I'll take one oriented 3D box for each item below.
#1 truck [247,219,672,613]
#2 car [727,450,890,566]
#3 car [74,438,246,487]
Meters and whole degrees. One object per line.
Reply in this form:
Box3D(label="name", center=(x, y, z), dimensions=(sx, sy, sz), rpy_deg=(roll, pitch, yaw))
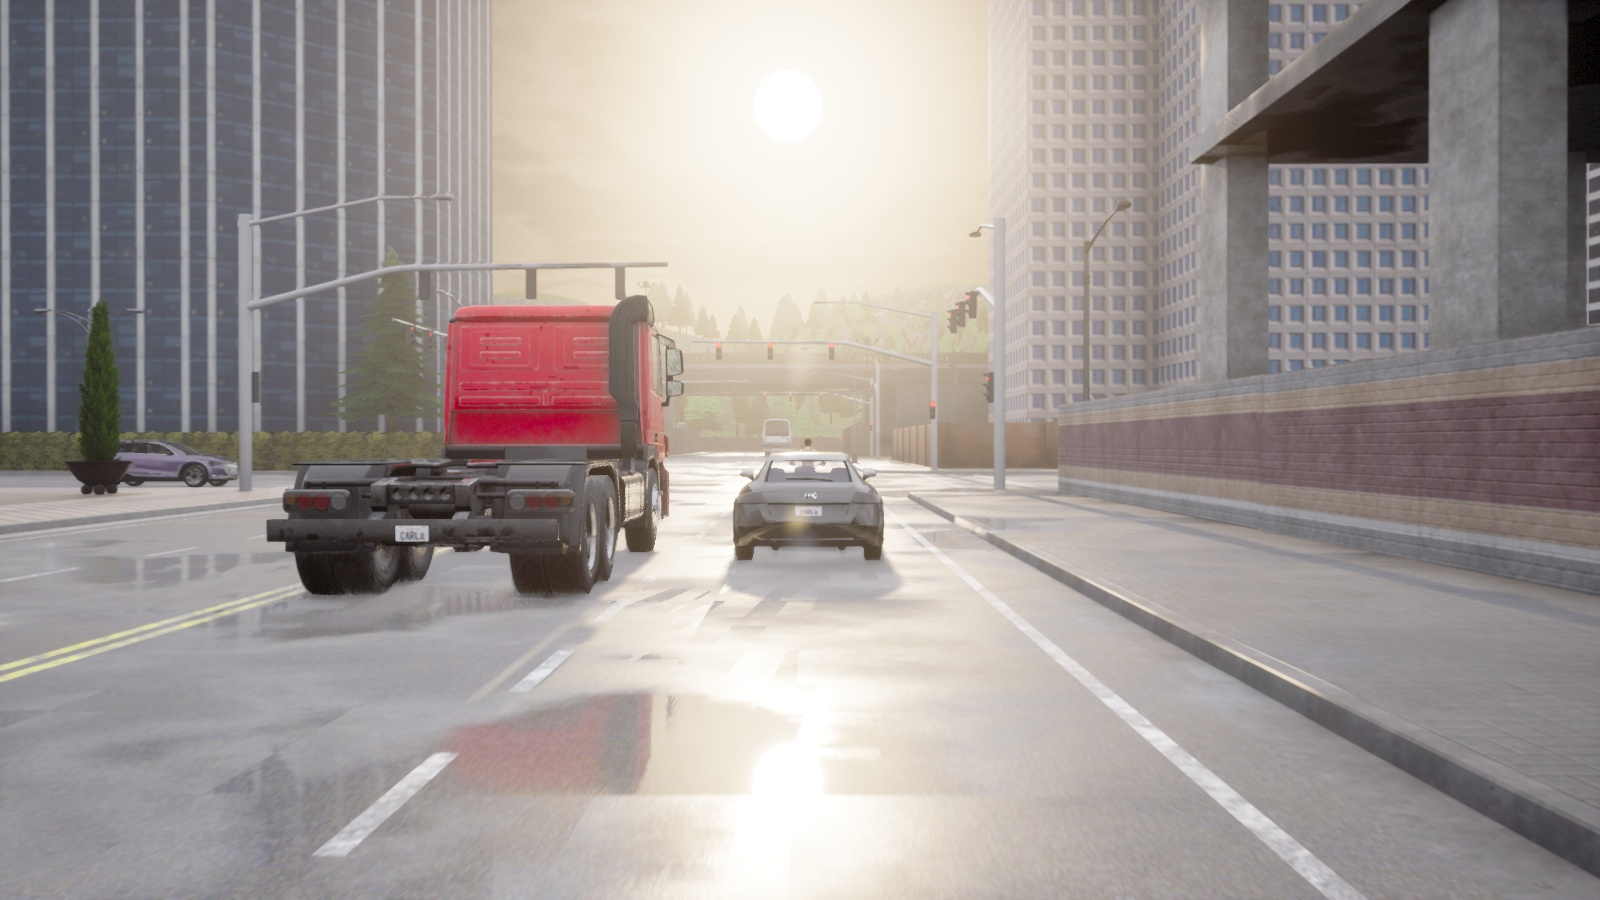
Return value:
Box3D(label="truck", center=(-3.399, -0.322, 15.015), dimensions=(2.891, 3.462, 7.936), rpy_deg=(0, 0, 0))
Box3D(label="car", center=(0.115, 0.712, 17.504), dimensions=(1.994, 1.385, 4.181), rpy_deg=(0, 0, 0))
Box3D(label="car", center=(-21.922, 0.416, 43.131), dimensions=(4.856, 1.649, 2.033), rpy_deg=(0, 0, 0))
